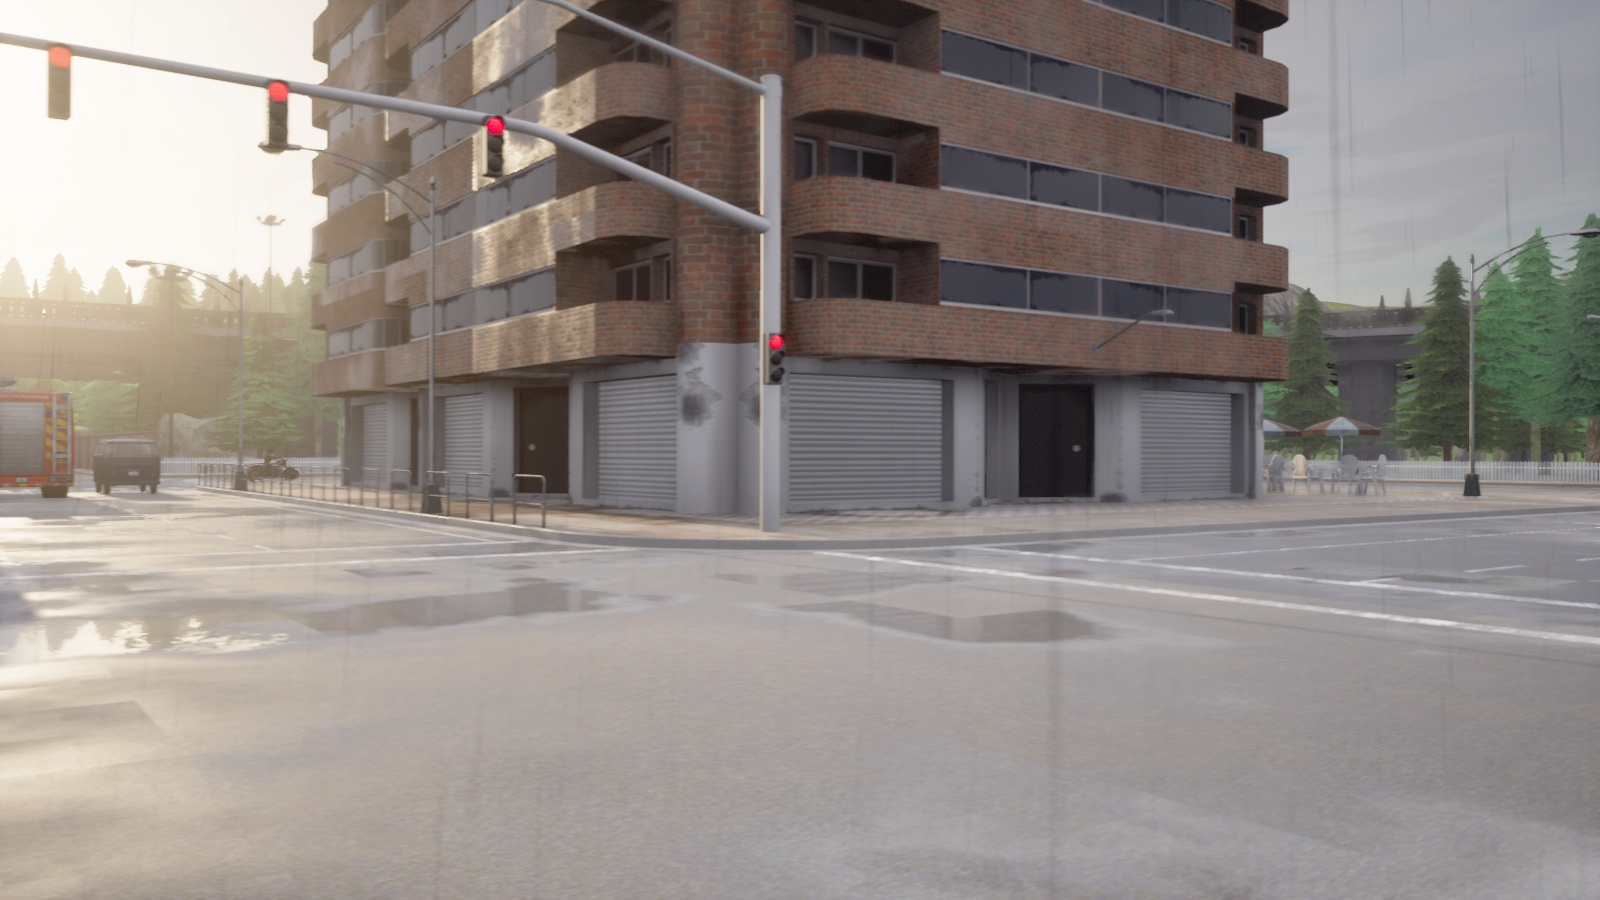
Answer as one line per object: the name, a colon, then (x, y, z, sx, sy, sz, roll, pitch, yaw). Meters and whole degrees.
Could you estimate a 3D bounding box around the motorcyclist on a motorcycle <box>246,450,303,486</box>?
motorcyclist on a motorcycle: (-24.902, 0.841, 59.509, 2.350, 1.649, 0.766, 0, 1, -41)

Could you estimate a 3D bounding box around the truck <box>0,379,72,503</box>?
truck: (-26.573, -0.260, 42.243, 2.891, 3.827, 8.468, 0, 0, -35)

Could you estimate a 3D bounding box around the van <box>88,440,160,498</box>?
van: (-24.349, 0.660, 45.166, 1.775, 1.987, 4.442, 0, 0, -35)
